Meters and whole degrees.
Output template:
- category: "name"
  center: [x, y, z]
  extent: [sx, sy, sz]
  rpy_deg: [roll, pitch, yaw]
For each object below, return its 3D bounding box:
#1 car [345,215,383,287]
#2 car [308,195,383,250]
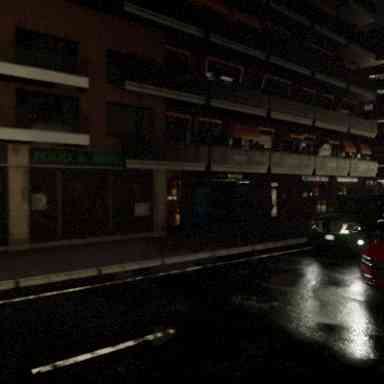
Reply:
- category: "car"
  center: [6.052, 1.419, 8.171]
  extent: [5.008, 1.535, 1.882]
  rpy_deg: [0, 0, -37]
- category: "car"
  center: [6.805, 1.145, 12.793]
  extent: [5.566, 2.045, 2.150]
  rpy_deg: [0, 0, -37]
